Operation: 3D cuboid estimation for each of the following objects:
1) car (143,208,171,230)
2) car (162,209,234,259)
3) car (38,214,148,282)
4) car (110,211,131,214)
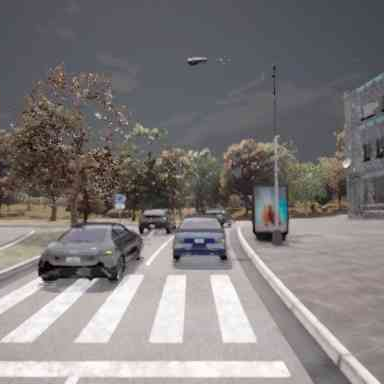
[{"bbox_3d":[-2.105,1.763,20.934,1.837,1.490,4.892,0,-3,3],"label":"car"},{"bbox_3d":[0.352,1.547,12.490,2.033,1.411,5.357,0,-1,3],"label":"car"},{"bbox_3d":[-2.703,1.551,9.734,1.994,1.385,4.181,0,0,2],"label":"car"},{"bbox_3d":[-13.776,4.238,61.407,5.008,1.535,1.882,0,-4,2],"label":"car"}]
